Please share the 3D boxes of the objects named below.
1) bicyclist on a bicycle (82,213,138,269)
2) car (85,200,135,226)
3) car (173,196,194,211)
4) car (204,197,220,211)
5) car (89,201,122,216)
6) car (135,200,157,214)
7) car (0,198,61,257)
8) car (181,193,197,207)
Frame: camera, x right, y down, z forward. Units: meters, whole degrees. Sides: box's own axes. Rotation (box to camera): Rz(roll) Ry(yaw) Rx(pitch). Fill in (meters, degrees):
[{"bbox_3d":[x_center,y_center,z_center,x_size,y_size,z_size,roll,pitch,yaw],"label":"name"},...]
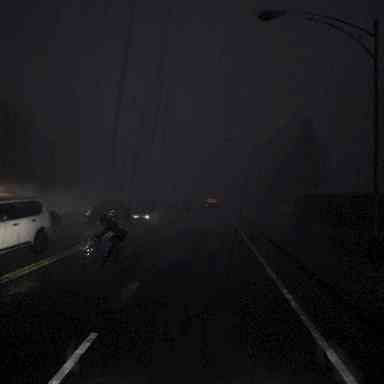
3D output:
[{"bbox_3d":[-2.397,1.452,9.691,1.656,1.620,0.582,0,0,3],"label":"bicyclist on a bicycle"},{"bbox_3d":[-5.759,1.353,23.247,2.097,1.767,4.553,0,0,4],"label":"car"},{"bbox_3d":[-1.132,1.564,39.951,1.994,1.385,4.181,0,0,4],"label":"car"},{"bbox_3d":[2.435,1.601,40.897,1.895,1.301,4.718,0,0,4],"label":"car"},{"bbox_3d":[-8.647,1.601,33.785,1.895,1.301,4.718,0,0,4],"label":"car"},{"bbox_3d":[-5.018,1.564,35.568,1.994,1.385,4.181,0,0,4],"label":"car"},{"bbox_3d":[-6.580,1.221,10.597,2.150,2.045,5.566,0,0,3],"label":"car"},{"bbox_3d":[-0.561,1.221,49.903,2.150,2.045,5.566,0,0,4],"label":"car"}]
